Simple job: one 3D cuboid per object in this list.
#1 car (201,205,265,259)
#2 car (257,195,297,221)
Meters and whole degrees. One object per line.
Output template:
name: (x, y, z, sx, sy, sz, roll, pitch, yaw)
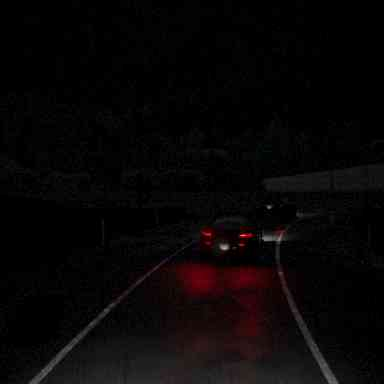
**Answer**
car: (1.556, 1.441, 12.233, 1.812, 1.442, 4.674, 0, 1, 15)
car: (6.221, 1.023, 24.222, 2.097, 1.767, 4.553, 1, 1, 29)
